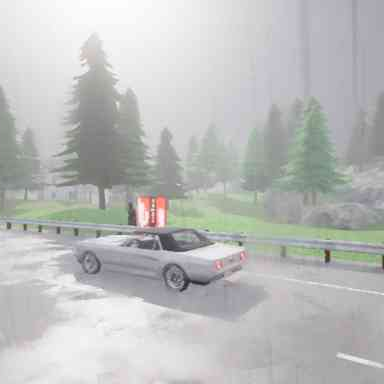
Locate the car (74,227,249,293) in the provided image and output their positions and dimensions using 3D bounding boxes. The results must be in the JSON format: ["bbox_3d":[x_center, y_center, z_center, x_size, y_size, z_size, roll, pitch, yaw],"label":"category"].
[{"bbox_3d":[-1.002,1.600,8.881,4.718,1.301,1.895,0,0,34],"label":"car"}]

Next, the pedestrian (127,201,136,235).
[{"bbox_3d":[-2.757,1.294,15.198,0.375,1.860,0.375,0,0,33],"label":"pedestrian"}]

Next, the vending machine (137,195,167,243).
[{"bbox_3d":[-1.855,1.195,15.373,0.880,2.100,1.100,0,0,33],"label":"vending machine"}]
